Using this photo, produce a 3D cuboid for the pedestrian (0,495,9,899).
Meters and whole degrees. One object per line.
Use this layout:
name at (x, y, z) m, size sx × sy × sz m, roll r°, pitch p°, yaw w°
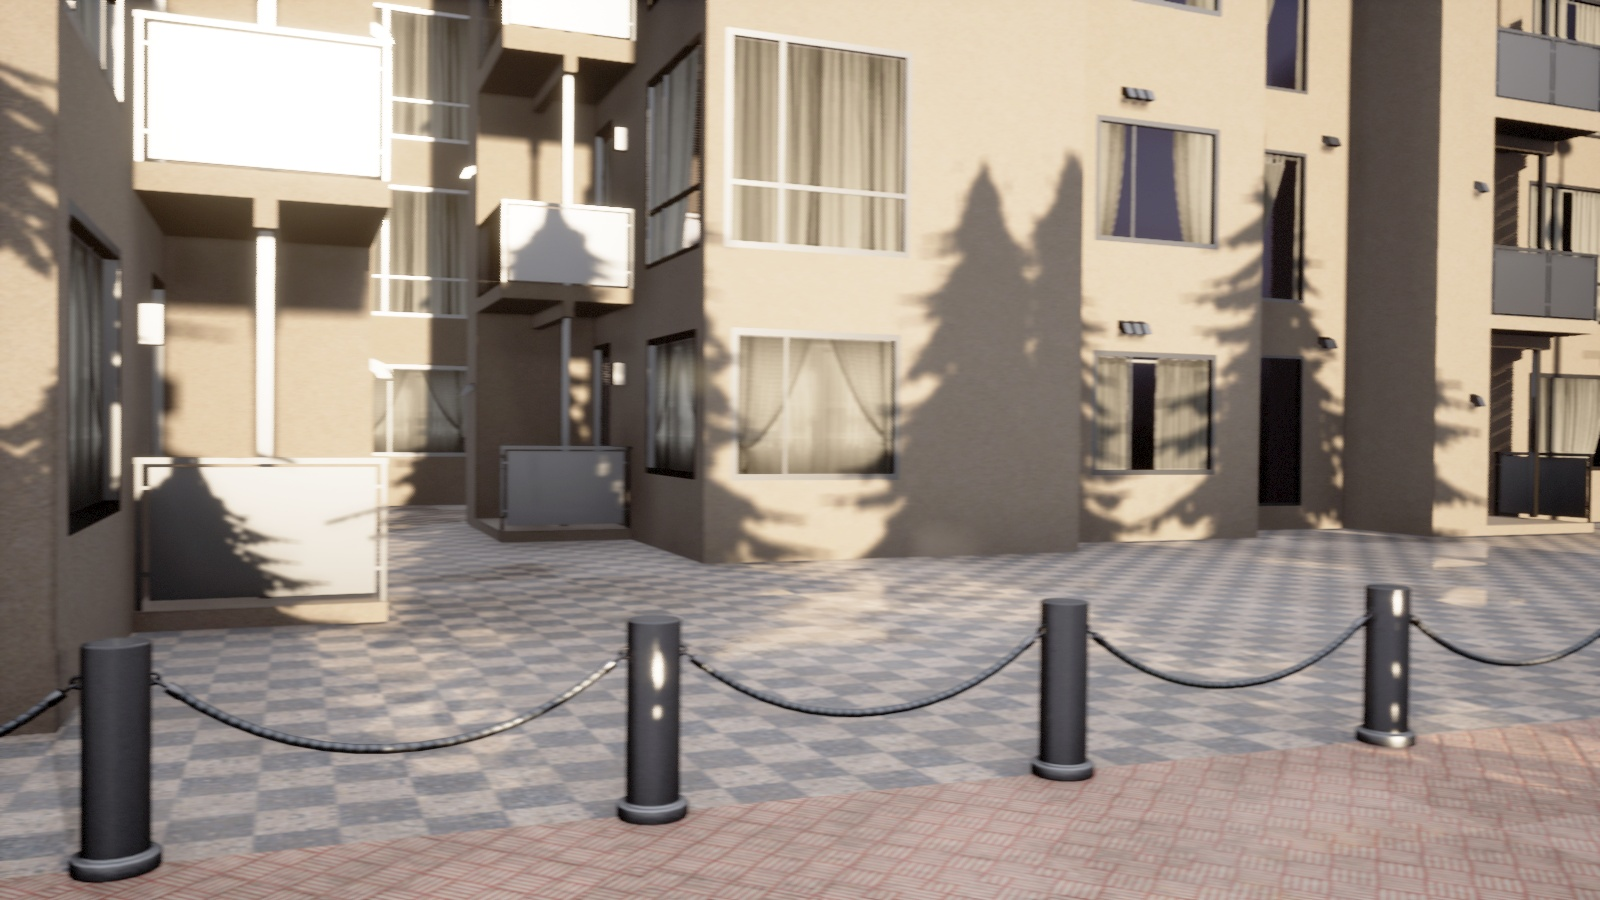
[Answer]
pedestrian at (-2.202, 0.439, 2.651) m, size 0.869 × 1.805 × 0.328 m, roll -1°, pitch 1°, yaw 7°
